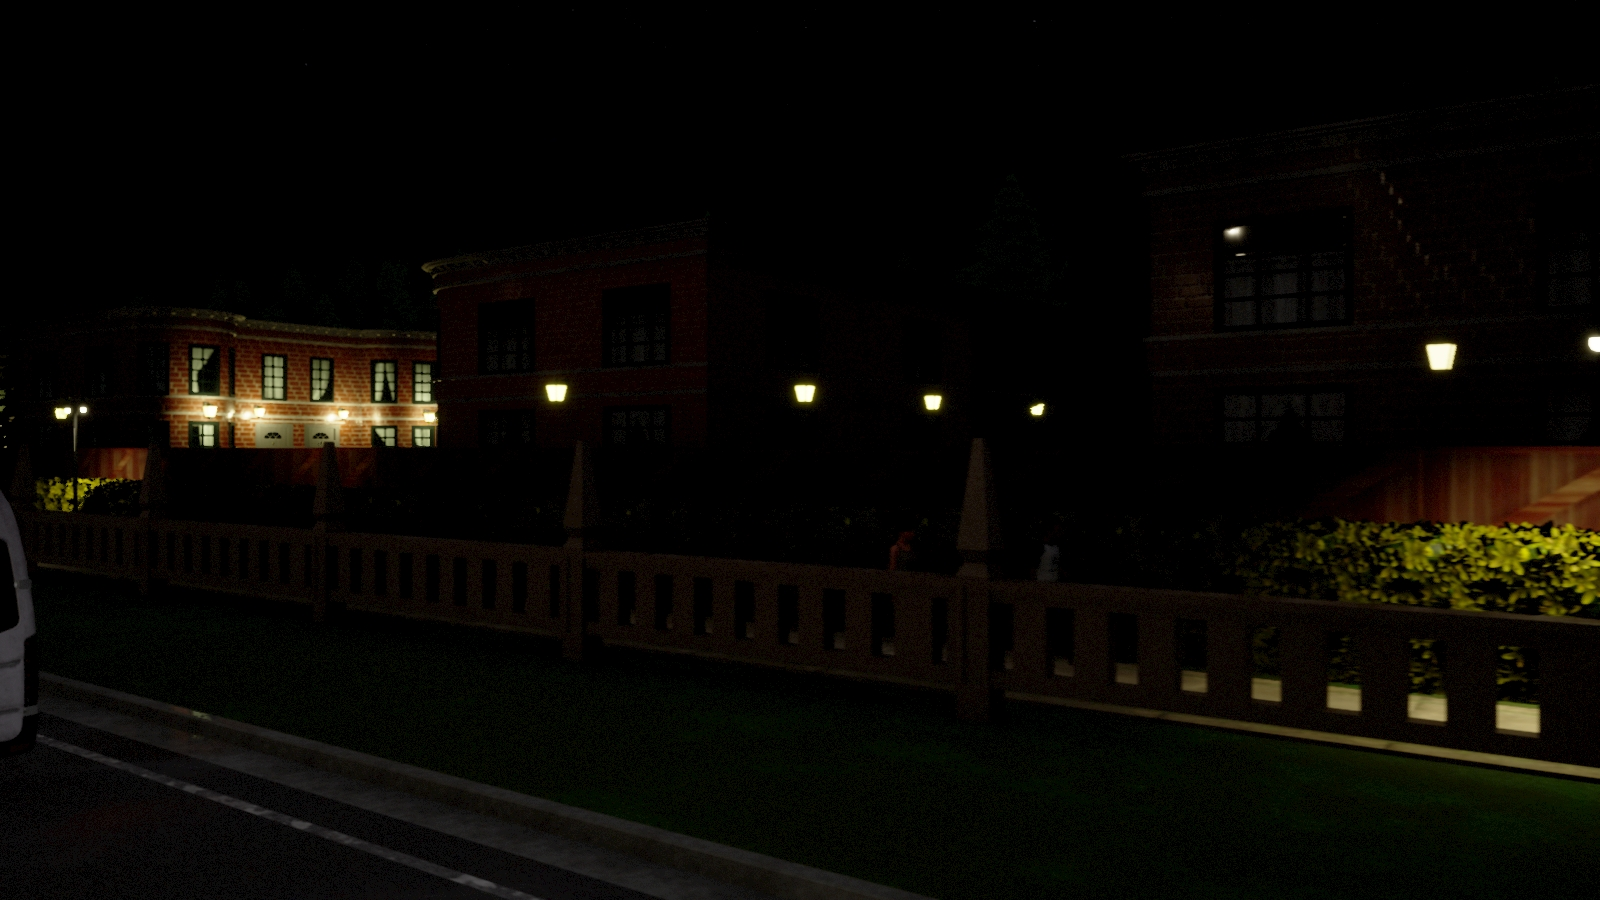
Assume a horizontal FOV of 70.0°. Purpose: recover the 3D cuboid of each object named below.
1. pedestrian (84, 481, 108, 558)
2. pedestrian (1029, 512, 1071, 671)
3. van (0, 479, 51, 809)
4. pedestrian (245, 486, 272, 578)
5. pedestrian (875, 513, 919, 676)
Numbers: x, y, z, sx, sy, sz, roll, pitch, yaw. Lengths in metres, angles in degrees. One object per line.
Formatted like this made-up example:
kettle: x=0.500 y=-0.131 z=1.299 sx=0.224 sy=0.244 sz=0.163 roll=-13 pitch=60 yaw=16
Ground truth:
pedestrian: x=-17.269 y=1.685 z=28.023 sx=0.375 sy=1.860 sz=0.375 roll=0 pitch=0 yaw=36
pedestrian: x=3.029 y=1.694 z=13.833 sx=0.375 sy=1.860 sz=0.375 roll=0 pitch=0 yaw=38
van: x=-9.043 y=1.530 z=10.113 sx=5.915 sy=2.561 sz=1.988 roll=0 pitch=0 yaw=35
pedestrian: x=-11.235 y=1.688 z=23.703 sx=0.375 sy=1.860 sz=0.375 roll=0 pitch=0 yaw=35
pedestrian: x=1.148 y=1.693 z=13.544 sx=0.375 sy=1.860 sz=0.375 roll=0 pitch=0 yaw=36
